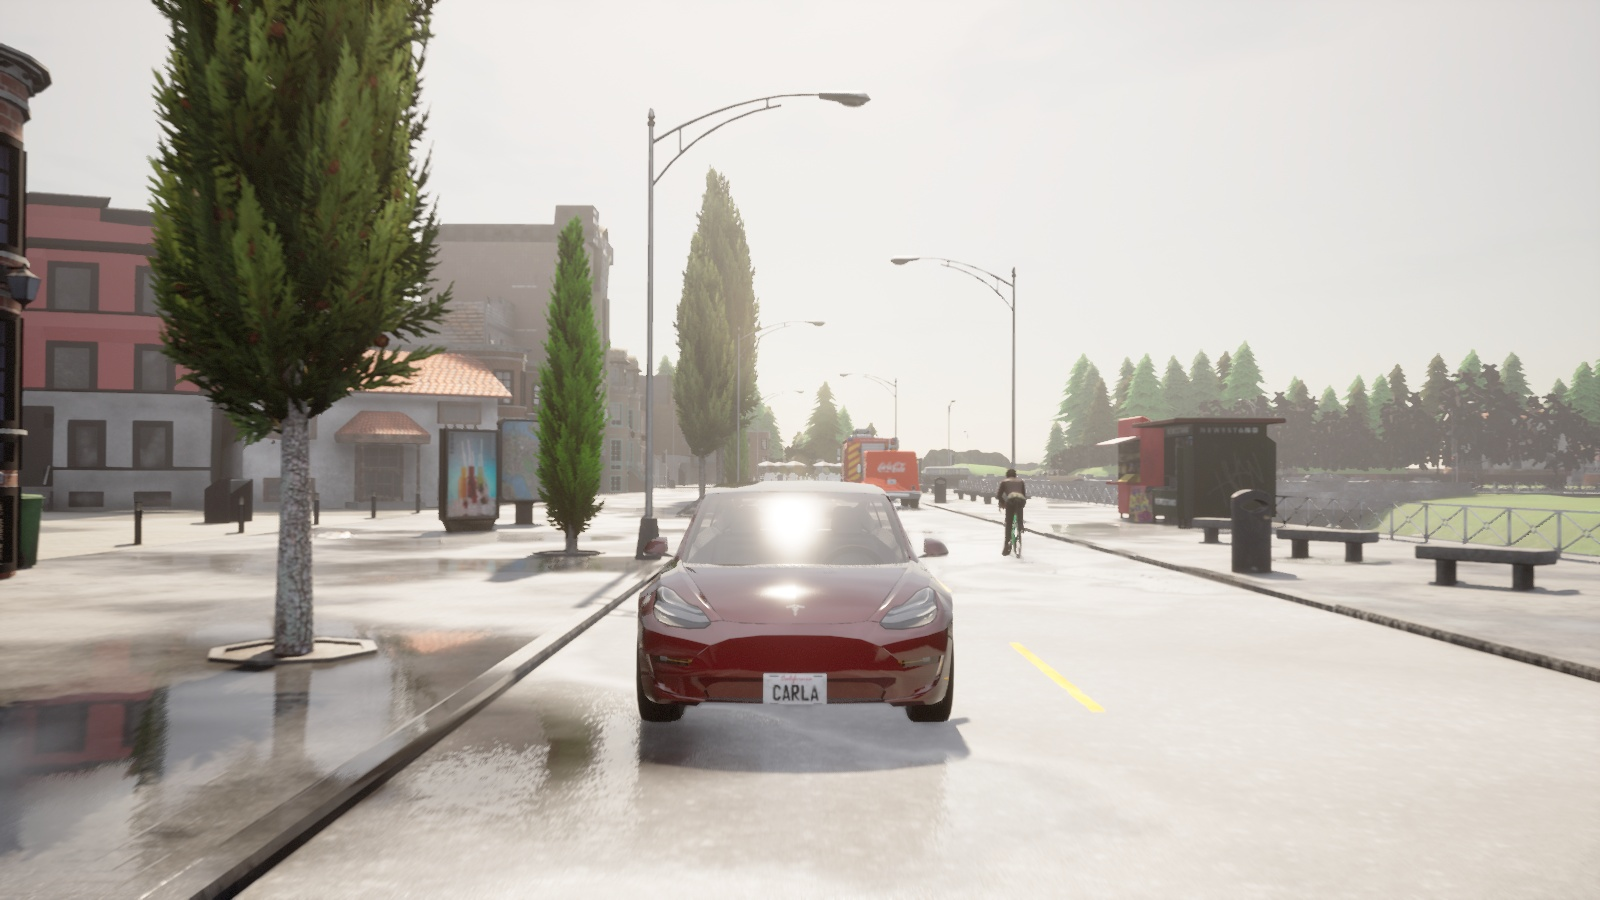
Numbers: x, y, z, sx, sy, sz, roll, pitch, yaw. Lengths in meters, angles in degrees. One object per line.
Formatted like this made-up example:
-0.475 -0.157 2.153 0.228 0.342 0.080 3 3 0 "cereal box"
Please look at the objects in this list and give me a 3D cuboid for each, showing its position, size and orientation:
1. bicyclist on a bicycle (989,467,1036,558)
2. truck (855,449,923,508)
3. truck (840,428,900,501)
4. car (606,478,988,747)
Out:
3.938 1.143 23.349 0.582 1.620 1.656 0 -1 0 "bicyclist on a bicycle"
3.854 1.239 55.376 2.627 2.467 5.204 0 -1 0 "truck"
3.812 0.812 70.307 2.891 3.827 8.468 0 -1 0 "truck"
-0.025 0.974 9.516 2.163 1.488 4.792 0 -1 0 "car"
